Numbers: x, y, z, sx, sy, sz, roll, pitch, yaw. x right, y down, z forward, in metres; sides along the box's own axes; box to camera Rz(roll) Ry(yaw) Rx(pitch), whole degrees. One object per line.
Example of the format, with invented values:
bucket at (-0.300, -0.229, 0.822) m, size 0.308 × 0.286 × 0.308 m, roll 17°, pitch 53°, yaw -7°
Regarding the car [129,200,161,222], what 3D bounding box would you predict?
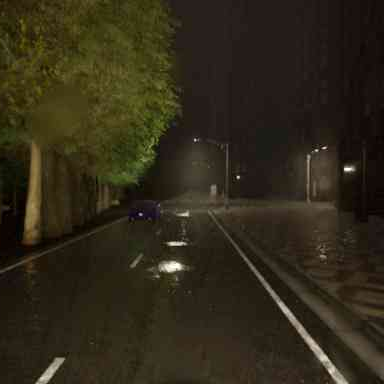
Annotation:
car at (-3.401, 1.339, 24.570) m, size 1.882 × 1.535 × 5.008 m, roll 0°, pitch 0°, yaw 0°
